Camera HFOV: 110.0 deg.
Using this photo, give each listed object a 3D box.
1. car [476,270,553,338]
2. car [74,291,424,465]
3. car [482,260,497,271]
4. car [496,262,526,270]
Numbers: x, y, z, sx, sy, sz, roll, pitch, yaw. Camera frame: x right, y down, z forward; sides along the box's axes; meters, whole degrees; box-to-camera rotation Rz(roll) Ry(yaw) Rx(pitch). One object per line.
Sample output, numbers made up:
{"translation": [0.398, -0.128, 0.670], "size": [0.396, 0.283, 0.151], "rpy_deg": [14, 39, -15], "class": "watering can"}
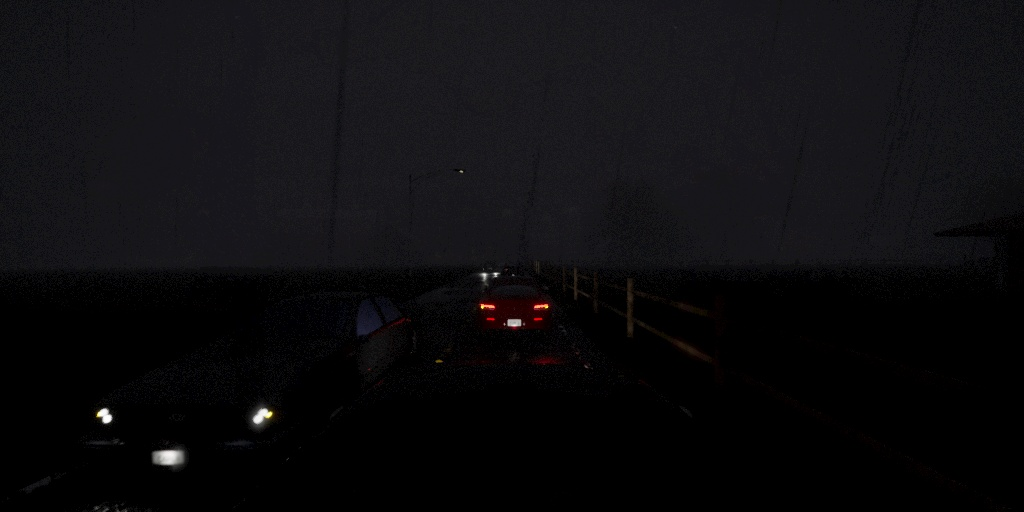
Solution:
{"translation": [0.068, 1.276, 10.045], "size": [1.812, 1.442, 4.674], "rpy_deg": [0, 0, 0], "class": "car"}
{"translation": [-2.852, 1.298, 5.659], "size": [2.033, 1.411, 5.357], "rpy_deg": [0, 0, 0], "class": "car"}
{"translation": [-2.757, 1.343, 46.733], "size": [1.837, 1.490, 4.892], "rpy_deg": [0, 0, 0], "class": "car"}
{"translation": [0.084, 1.256, 29.365], "size": [2.128, 1.511, 4.902], "rpy_deg": [0, 0, 0], "class": "car"}
